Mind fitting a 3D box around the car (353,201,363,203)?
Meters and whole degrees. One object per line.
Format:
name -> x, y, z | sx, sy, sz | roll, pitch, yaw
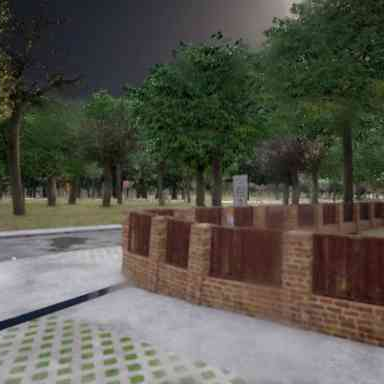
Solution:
car -> 21.343, 1.930, 42.579 | 4.674, 1.442, 1.812 | 1, -1, -44
